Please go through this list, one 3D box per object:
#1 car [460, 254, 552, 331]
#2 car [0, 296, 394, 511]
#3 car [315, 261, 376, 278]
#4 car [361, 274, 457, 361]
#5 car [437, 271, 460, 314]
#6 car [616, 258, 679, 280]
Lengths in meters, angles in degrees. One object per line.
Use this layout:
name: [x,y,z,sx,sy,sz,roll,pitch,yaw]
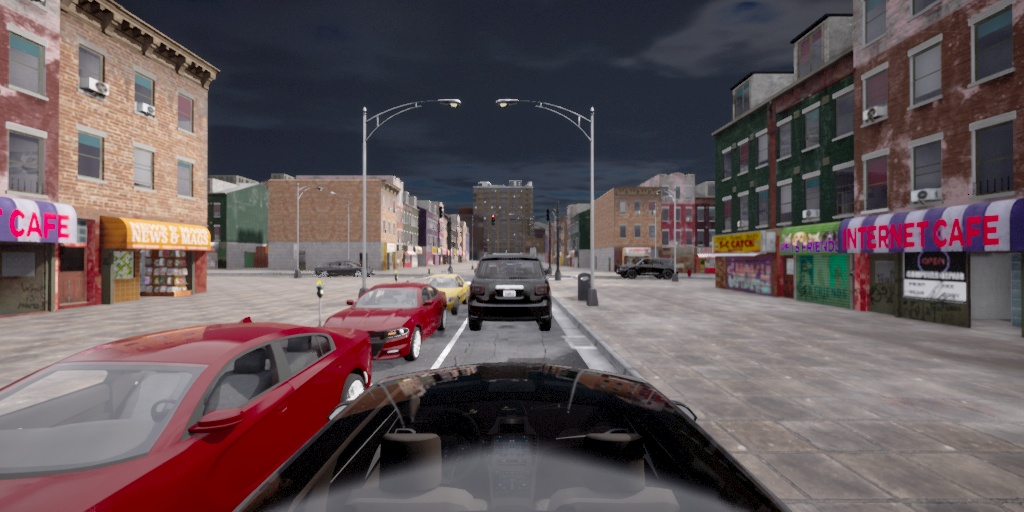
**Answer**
car: [-0.034,0.973,11.078,2.150,2.045,5.566,0,0,1]
car: [-2.637,1.295,2.800,1.888,1.381,4.507,0,0,0]
car: [-14.277,1.173,30.873,4.892,1.490,1.837,1,0,0]
car: [-2.641,1.296,8.294,1.888,1.381,4.507,0,0,0]
car: [-2.644,1.278,13.617,1.751,1.417,4.829,0,0,0]
car: [12.798,1.158,33.982,5.566,2.045,2.150,1,0,0]
